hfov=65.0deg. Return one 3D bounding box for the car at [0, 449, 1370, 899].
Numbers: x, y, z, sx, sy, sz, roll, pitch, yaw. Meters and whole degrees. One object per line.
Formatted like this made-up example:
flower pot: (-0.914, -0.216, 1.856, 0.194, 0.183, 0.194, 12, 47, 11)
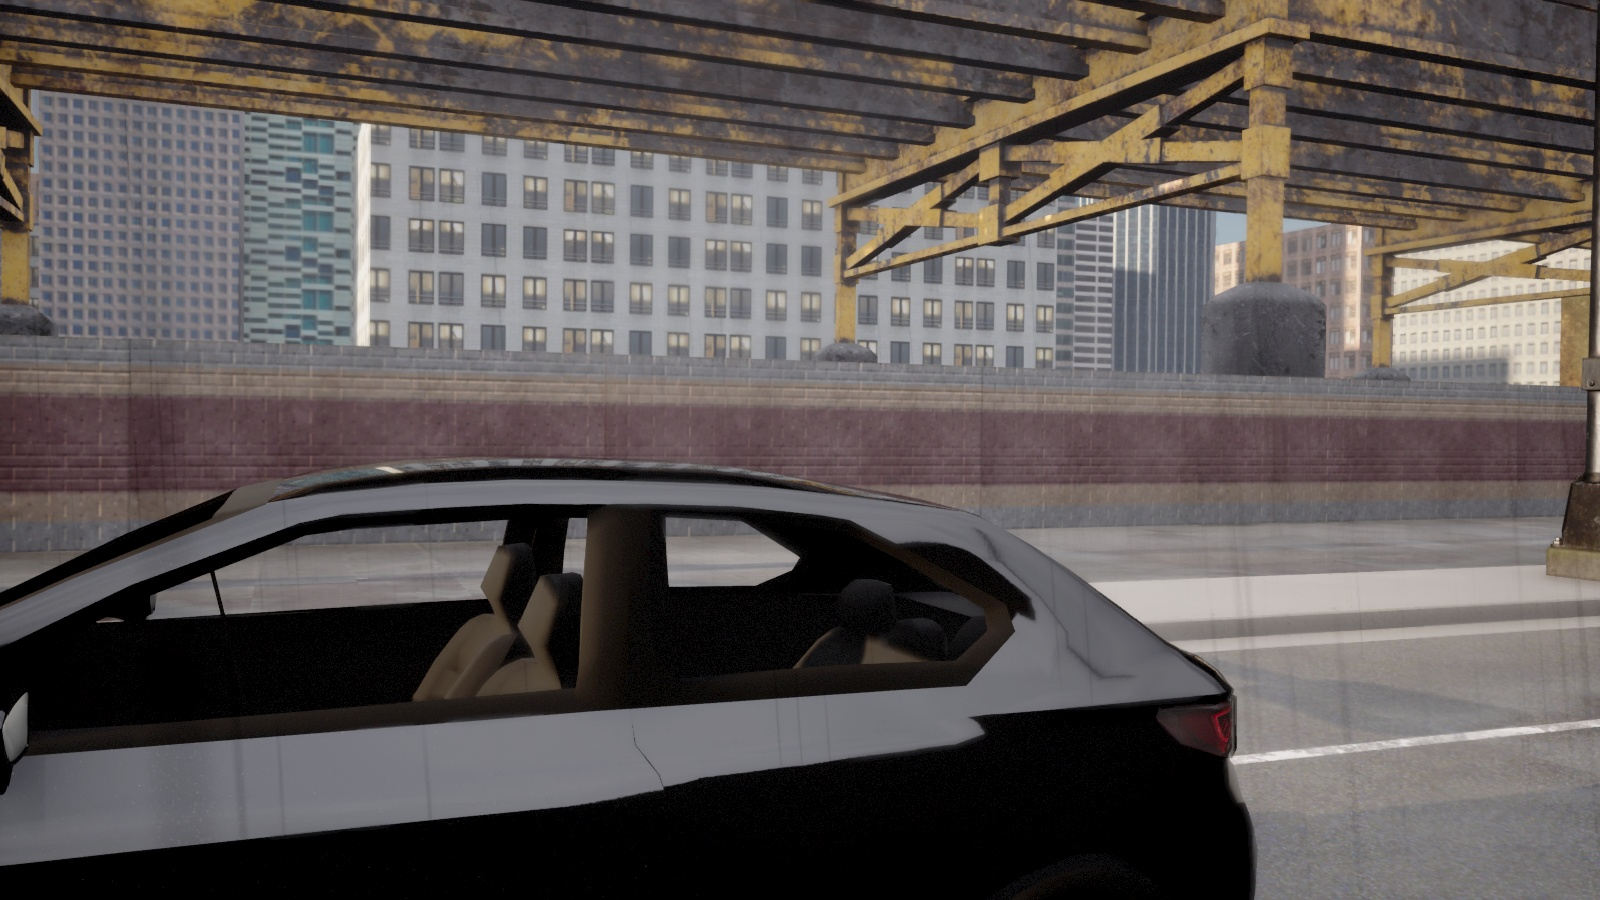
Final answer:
car: (-1.042, 0.777, 2.843, 4.193, 1.474, 1.816, -1, 1, -21)
